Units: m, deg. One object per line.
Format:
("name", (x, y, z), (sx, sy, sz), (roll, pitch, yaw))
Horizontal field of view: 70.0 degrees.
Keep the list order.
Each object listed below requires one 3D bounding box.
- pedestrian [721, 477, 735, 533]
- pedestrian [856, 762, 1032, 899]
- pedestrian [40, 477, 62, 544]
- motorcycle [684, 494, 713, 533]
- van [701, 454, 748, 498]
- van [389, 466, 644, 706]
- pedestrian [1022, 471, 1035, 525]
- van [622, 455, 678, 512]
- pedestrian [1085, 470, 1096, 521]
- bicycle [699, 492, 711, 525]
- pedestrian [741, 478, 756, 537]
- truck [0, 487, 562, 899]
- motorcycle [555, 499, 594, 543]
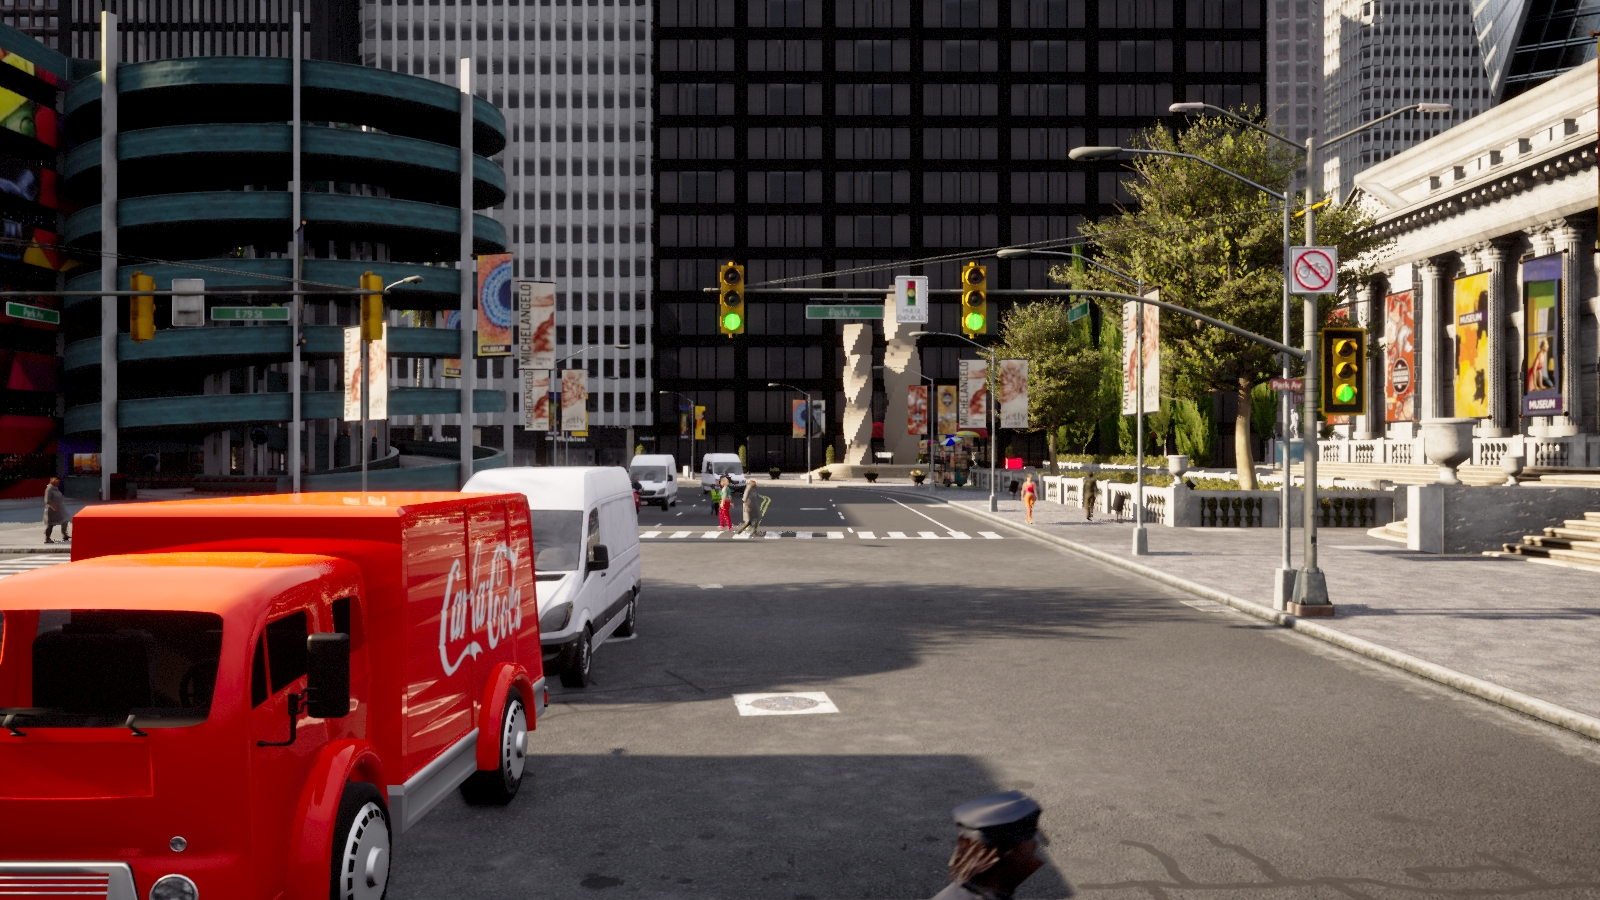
("pedestrian", (-2.407, 1.835, 38.147), (0.375, 1.860, 0.375), (0, 0, 12))
("pedestrian", (0.384, 1.847, 3.134), (0.375, 1.860, 0.375), (0, 0, -12))
("pedestrian", (-21.074, 1.687, 32.151), (0.375, 1.860, 0.375), (0, 0, -1))
("motorcycle", (-3.469, 2.168, 39.313), (0.856, 1.236, 1.805), (0, 0, -1))
("van", (-4.686, 1.511, 70.007), (1.988, 2.561, 5.915), (0, 0, -13))
("van", (-3.510, 1.529, 15.489), (1.988, 2.561, 5.915), (0, 0, 0))
("pedestrian", (8.034, 1.681, 40.131), (0.375, 1.860, 0.375), (0, 0, -1))
("van", (-7.066, 1.515, 54.400), (1.988, 2.561, 5.915), (0, 0, -1))
("pedestrian", (10.719, 1.681, 42.200), (0.375, 1.860, 0.375), (0, 0, 10))
("bicycle", (-3.555, 2.195, 42.953), (0.329, 1.171, 1.835), (0, 0, -1))
("pedestrian", (-1.651, 1.835, 36.684), (0.375, 1.860, 0.375), (0, 0, 25))
("truck", (-3.498, 1.567, 7.868), (2.627, 2.467, 5.204), (0, 0, 0))
("motorcycle", (-6.928, 2.170, 35.240), (0.856, 1.236, 1.805), (0, 0, 0))
